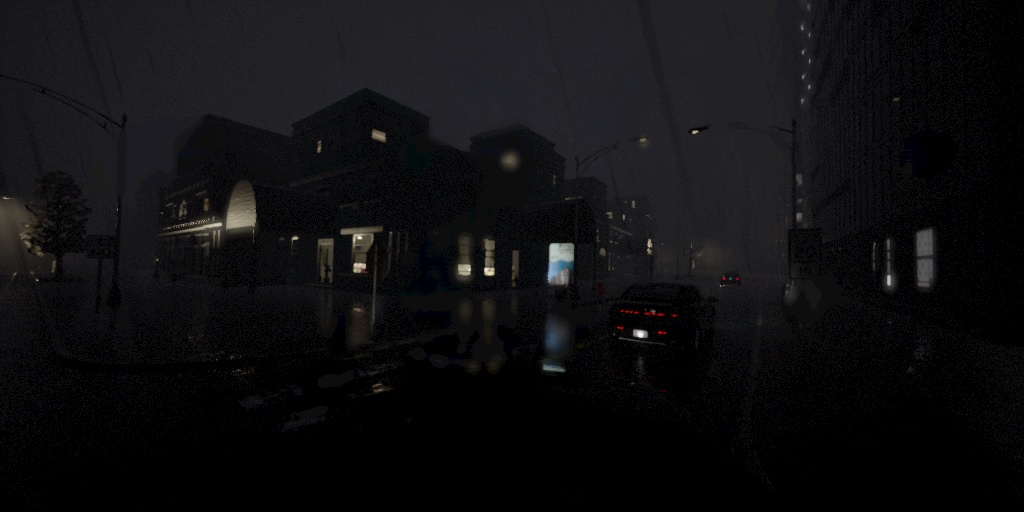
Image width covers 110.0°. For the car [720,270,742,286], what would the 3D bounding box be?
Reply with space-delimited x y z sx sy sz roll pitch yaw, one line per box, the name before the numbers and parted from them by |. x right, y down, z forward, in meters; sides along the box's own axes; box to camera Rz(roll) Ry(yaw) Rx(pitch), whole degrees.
car | 23.097 2.391 37.823 2.033 1.411 5.357 0 -1 32

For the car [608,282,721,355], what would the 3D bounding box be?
car | 4.068 1.426 9.392 1.837 1.490 4.892 0 -2 36
